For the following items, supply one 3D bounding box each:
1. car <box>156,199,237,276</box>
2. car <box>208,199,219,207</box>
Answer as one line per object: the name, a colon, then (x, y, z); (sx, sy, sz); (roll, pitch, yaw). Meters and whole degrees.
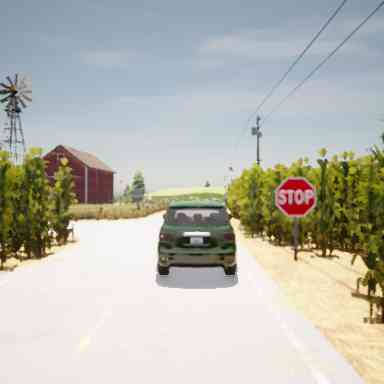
car: (0.158, 1.305, 10.809); (2.150, 2.045, 5.566); (0, -1, 1)
car: (4.110, 2.048, 63.450); (1.994, 1.385, 4.181); (0, 0, 5)
